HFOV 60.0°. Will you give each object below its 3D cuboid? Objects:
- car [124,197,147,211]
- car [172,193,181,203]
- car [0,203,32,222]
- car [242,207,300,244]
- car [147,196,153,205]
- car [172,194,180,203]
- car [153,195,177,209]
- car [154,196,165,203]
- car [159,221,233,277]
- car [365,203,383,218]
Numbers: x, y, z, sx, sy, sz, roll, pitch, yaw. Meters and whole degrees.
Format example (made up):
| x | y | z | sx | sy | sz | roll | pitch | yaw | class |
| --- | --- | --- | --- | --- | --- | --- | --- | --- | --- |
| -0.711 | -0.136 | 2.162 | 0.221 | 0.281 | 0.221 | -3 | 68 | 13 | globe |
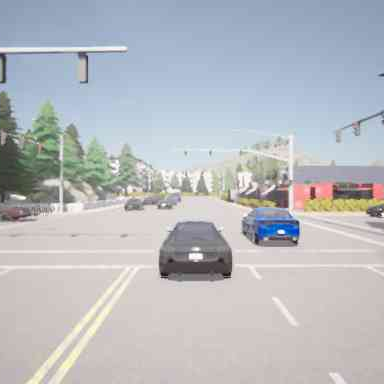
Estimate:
| x | y | z | sx | sy | sz | roll | pitch | yaw | class |
| --- | --- | --- | --- | --- | --- | --- | --- | --- | --- |
| -7.082 | 1.511 | 40.773 | 1.837 | 1.490 | 4.892 | 0 | 0 | 0 | car |
| -3.486 | 1.233 | 71.906 | 2.150 | 2.045 | 5.566 | 0 | 0 | 0 | car |
| -14.919 | 1.494 | 24.788 | 5.357 | 1.411 | 2.033 | 0 | 0 | -5 | car |
| 3.605 | 1.472 | 15.895 | 1.882 | 1.535 | 5.008 | 0 | 0 | 0 | car |
| -7.046 | 1.486 | 56.660 | 1.882 | 1.535 | 5.008 | 0 | 0 | 0 | car |
| -3.545 | 1.556 | 56.219 | 2.033 | 1.411 | 5.357 | 0 | 0 | 1 | car |
| -3.573 | 1.498 | 44.611 | 2.128 | 1.511 | 4.902 | 0 | 0 | 0 | car |
| -6.986 | 1.562 | 71.669 | 1.994 | 1.385 | 4.181 | 0 | 0 | 0 | car |
| 0.096 | 1.566 | 10.270 | 1.994 | 1.385 | 4.181 | 0 | 0 | 0 | car |
| 17.509 | 1.452 | 28.519 | 4.892 | 1.490 | 1.837 | 0 | 0 | 0 | car |
